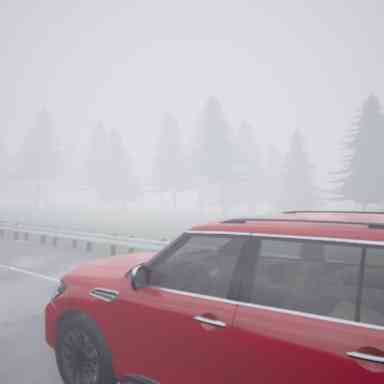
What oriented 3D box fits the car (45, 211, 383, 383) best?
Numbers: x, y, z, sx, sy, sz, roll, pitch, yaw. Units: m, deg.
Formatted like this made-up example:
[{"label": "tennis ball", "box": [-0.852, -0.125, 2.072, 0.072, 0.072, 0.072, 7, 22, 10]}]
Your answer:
[{"label": "car", "box": [0.828, 1.221, 3.402, 5.566, 2.045, 2.150, 0, 0, 36]}]
